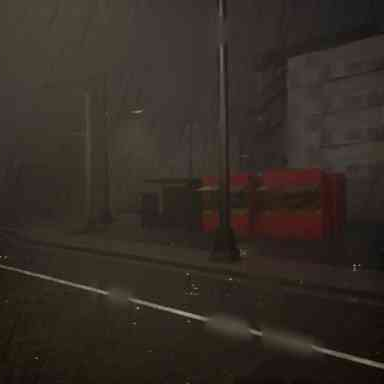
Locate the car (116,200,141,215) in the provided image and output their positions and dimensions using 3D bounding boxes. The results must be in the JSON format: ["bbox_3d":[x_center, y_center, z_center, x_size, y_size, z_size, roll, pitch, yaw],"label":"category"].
[{"bbox_3d":[-5.854,1.617,35.711,1.882,1.535,5.008,-1,-1,36],"label":"car"}]
